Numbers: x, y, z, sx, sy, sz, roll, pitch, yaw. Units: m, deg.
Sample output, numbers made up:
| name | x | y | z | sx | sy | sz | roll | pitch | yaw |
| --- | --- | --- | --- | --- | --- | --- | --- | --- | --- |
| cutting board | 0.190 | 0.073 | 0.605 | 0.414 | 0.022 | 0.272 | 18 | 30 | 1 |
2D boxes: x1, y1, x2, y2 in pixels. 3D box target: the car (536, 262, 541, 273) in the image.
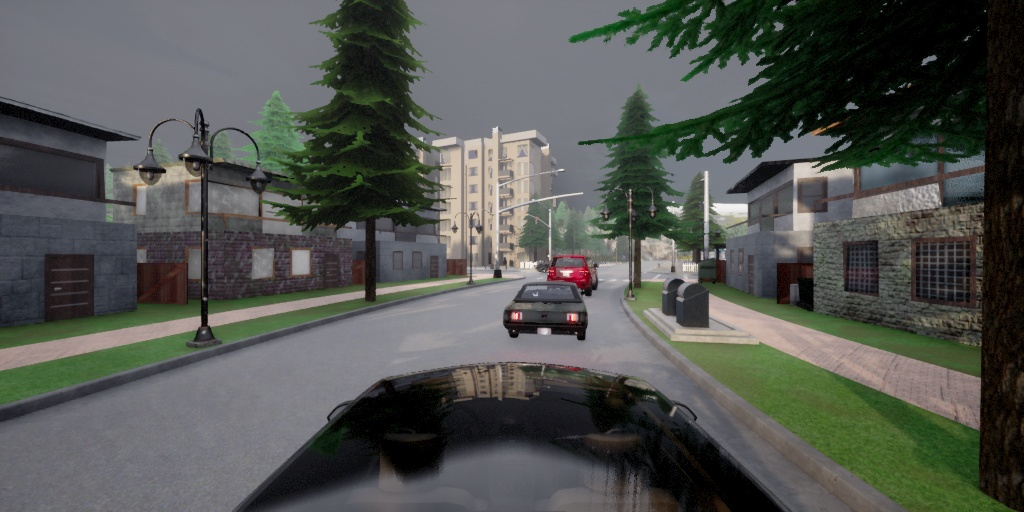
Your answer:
| name | x | y | z | sx | sy | sz | roll | pitch | yaw |
| --- | --- | --- | --- | --- | --- | --- | --- | --- | --- |
| car | 5.512 | 0.992 | 40.761 | 5.566 | 2.045 | 2.150 | 0 | 0 | 27 |

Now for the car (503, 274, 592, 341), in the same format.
| name | x | y | z | sx | sy | sz | roll | pitch | yaw |
| --- | --- | --- | --- | --- | --- | --- | --- | --- | --- |
| car | 1.074 | 1.351 | 9.992 | 1.895 | 1.301 | 4.718 | 0 | 0 | 9 |

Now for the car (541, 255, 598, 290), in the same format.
| name | x | y | z | sx | sy | sz | roll | pitch | yaw |
| --- | --- | --- | --- | --- | --- | --- | --- | --- | --- |
| car | 3.376 | 0.971 | 19.486 | 2.150 | 2.045 | 5.566 | 0 | 0 | 18 |
